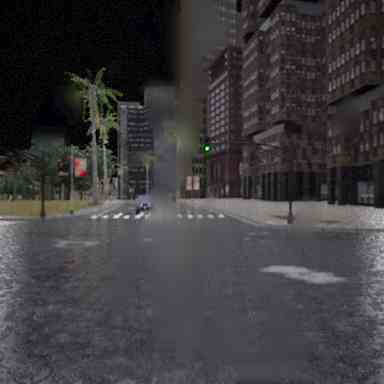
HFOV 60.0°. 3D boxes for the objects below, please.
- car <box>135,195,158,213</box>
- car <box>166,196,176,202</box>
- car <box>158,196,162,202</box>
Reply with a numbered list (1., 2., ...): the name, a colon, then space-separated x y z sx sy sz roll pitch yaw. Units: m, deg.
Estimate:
1. car: -5.491 1.412 39.671 2.150 2.045 5.566 0 0 -6
2. car: -5.090 1.699 80.448 1.837 1.490 4.892 0 0 -12
3. car: -8.392 1.720 80.366 2.128 1.511 4.902 0 0 -12
